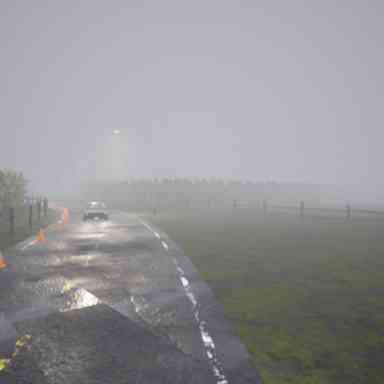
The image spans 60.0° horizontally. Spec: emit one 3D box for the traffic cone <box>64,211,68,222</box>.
[{"bbox_3d":[-9.200,1.838,24.088,0.340,0.580,0.340,0,0,-18],"label":"traffic cone"}]

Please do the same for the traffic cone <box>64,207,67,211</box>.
[{"bbox_3d":[-10.815,1.814,28.691,0.340,0.580,0.340,0,0,-21],"label":"traffic cone"}]

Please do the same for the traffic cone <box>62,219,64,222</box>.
[{"bbox_3d":[-7.810,1.862,19.411,0.340,0.580,0.340,0,0,-15],"label":"traffic cone"}]

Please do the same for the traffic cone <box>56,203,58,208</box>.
[{"bbox_3d":[-16.979,1.746,41.954,0.340,0.580,0.340,0,0,-29],"label":"traffic cone"}]

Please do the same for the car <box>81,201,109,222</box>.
[{"bbox_3d":[-7.485,1.420,25.667,2.033,1.411,5.357,0,0,-18],"label":"car"}]

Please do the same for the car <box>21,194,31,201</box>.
[{"bbox_3d":[-35.084,1.140,69.176,4.892,1.490,1.837,0,0,43],"label":"car"}]

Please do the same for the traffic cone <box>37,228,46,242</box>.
[{"bbox_3d":[-6.650,1.887,14.673,0.340,0.580,0.340,0,0,-12],"label":"traffic cone"}]

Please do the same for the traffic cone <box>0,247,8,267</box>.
[{"bbox_3d":[-5.723,1.910,9.883,0.340,0.580,0.340,0,0,-10],"label":"traffic cone"}]
